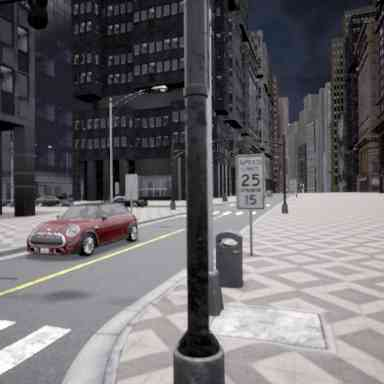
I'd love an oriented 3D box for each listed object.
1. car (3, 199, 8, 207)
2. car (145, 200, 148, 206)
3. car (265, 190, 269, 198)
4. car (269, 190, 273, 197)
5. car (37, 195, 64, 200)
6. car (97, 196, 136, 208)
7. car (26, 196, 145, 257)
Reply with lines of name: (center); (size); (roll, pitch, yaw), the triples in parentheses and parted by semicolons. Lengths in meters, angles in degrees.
car: (-26.079, 1.094, 42.957); (4.553, 1.767, 2.097); (-1, 0, 19)
car: (-7.236, 1.160, 36.479); (4.718, 1.301, 1.895); (-1, 0, 19)
car: (11.824, 0.582, 58.576); (1.812, 1.442, 4.674); (-1, 1, 19)
car: (16.114, 0.373, 70.934); (1.837, 1.490, 4.892); (-1, 1, 19)
car: (-16.242, 1.154, 39.575); (4.892, 1.490, 1.837); (-1, 0, 19)
car: (-9.161, 1.165, 40.540); (4.181, 1.385, 1.994); (0, 0, 19)
car: (-3.884, 1.211, 12.512); (2.097, 1.767, 4.553); (-1, 1, 19)
